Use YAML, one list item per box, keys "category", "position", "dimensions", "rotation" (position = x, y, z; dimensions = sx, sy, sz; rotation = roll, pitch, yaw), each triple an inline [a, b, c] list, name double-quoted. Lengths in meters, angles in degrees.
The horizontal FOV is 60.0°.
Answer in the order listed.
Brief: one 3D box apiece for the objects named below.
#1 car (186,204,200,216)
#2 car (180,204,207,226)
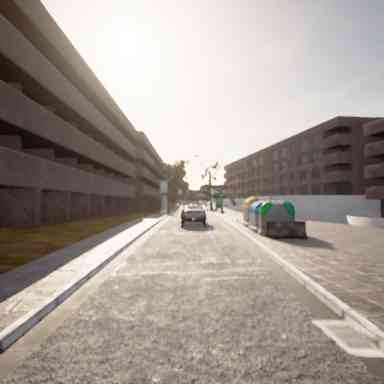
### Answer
- category: "car"
  position: [0.127, 2.266, 43.226]
  dimensions: [1.812, 1.442, 4.674]
  rotation: [0, -2, 0]
- category: "car"
  position: [0.116, 1.703, 25.292]
  dimensions: [2.128, 1.511, 4.902]
  rotation: [0, -1, 0]
